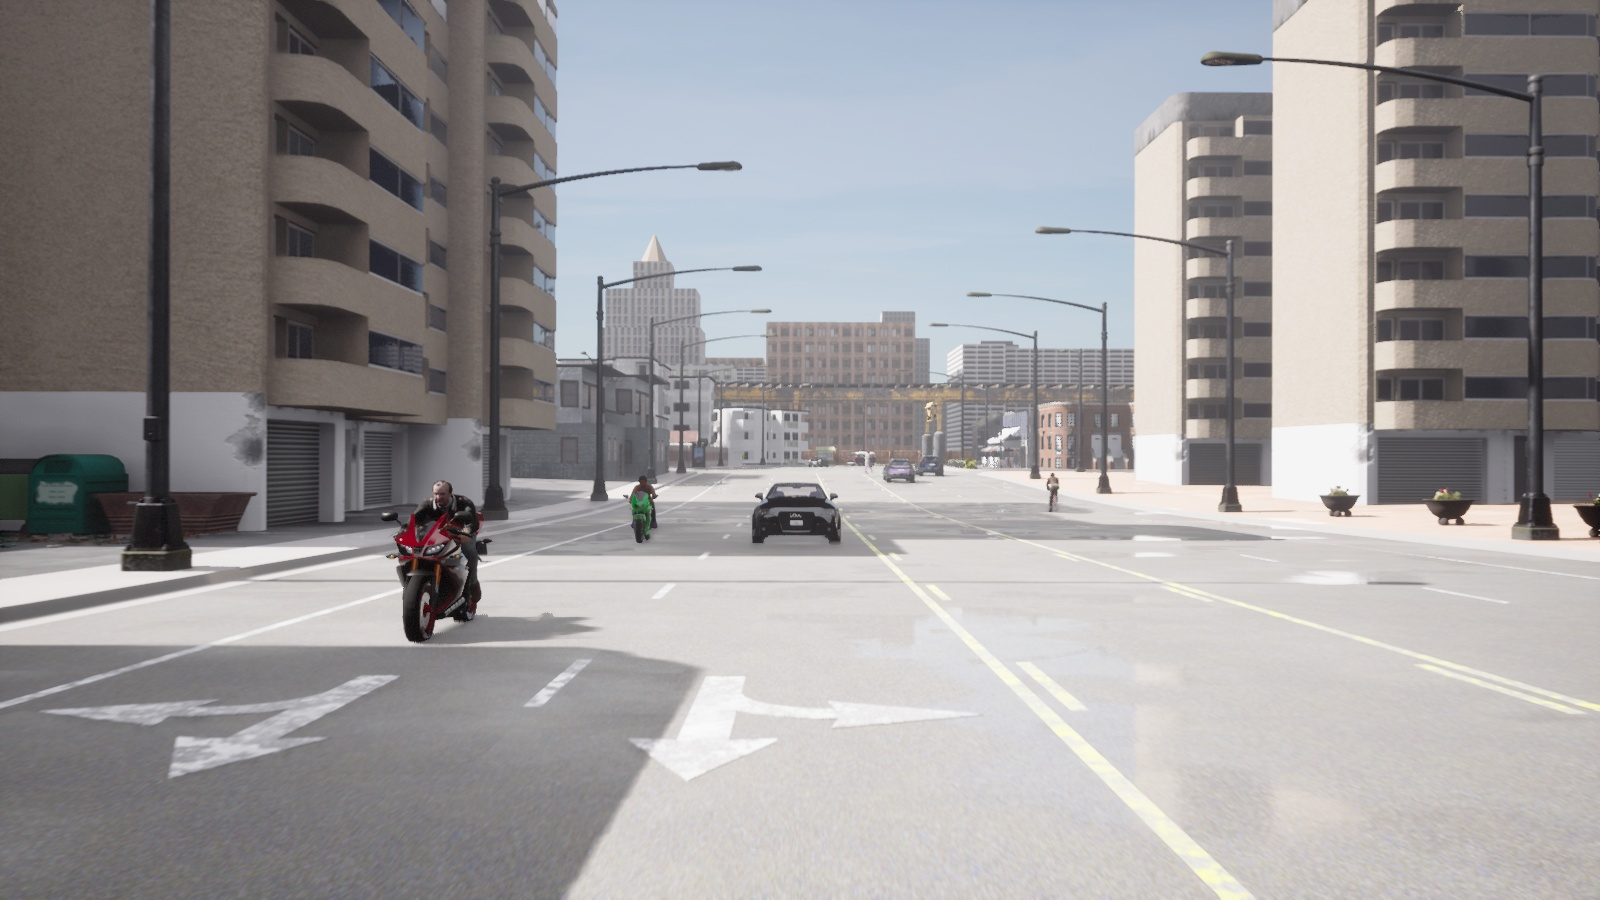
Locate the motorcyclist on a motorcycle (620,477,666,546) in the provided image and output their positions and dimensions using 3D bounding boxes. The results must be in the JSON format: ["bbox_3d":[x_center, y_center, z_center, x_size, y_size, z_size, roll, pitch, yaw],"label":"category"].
[{"bbox_3d":[-3.568,1.376,28.707,0.797,1.523,2.044,0,-1,0],"label":"motorcyclist on a motorcycle"}]

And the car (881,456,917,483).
[{"bbox_3d":[6.791,1.323,86.533,2.033,1.649,4.856,0,1,0],"label":"car"}]

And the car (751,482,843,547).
[{"bbox_3d":[-0.070,1.457,29.495,1.994,1.385,4.181,0,-1,0],"label":"car"}]

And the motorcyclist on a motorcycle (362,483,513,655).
[{"bbox_3d":[-3.530,1.106,12.463,0.866,1.530,2.191,0,-1,0],"label":"motorcyclist on a motorcycle"}]
